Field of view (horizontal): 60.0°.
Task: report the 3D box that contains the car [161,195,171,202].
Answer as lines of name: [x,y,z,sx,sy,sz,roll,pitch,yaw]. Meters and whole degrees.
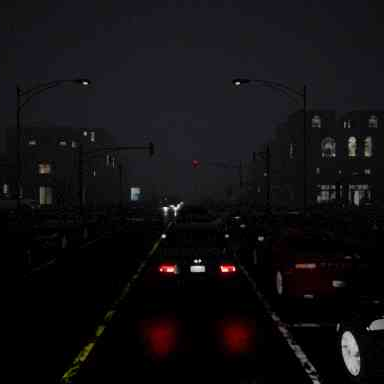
car: [-5.739,1.451,74.183,1.967,1.590,4.097,0,0,0]

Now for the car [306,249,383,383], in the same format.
car: [2.692,1.551,2.622,2.008,1.369,4.403,0,0,0]

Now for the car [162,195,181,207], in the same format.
car: [-3.145,1.532,51.134,1.812,1.442,4.674,0,0,1]

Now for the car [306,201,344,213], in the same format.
car: [14.784,1.653,37.283,4.181,1.385,1.994,0,0,1]

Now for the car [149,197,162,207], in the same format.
car: [-5.724,1.588,52.095,1.802,1.307,4.206,0,0,0]

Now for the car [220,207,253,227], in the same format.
car: [2.680,1.553,19.698,2.008,1.369,4.403,0,0,0]

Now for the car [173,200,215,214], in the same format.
car: [0.086,1.480,19.461,1.882,1.535,5.008,0,0,0]

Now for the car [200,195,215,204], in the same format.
car: [2.657,1.572,52.088,1.947,1.339,4.313,0,0,0]

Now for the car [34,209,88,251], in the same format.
car: [-5.697,1.552,14.017,2.008,1.369,4.403,0,0,0]

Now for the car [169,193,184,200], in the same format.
car: [-3.105,1.497,62.459,2.128,1.511,4.902,0,0,0]

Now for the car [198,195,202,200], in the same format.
car: [2.649,1.590,63.130,1.802,1.307,4.206,0,0,0]

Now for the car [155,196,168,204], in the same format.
car: [-5.732,1.559,63.138,2.008,1.369,4.403,0,0,0]

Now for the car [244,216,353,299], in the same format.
car: [2.688,1.545,8.314,1.887,1.381,4.507,0,0,0]

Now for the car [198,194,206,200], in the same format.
car: [2.630,1.458,90.741,1.967,1.590,4.097,0,0,0]

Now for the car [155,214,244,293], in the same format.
car: [0.098,1.548,8.997,2.033,1.411,5.357,0,0,0]

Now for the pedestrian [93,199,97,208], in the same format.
pedestrian: [-12.583,1.414,43.222,0.375,1.300,0.375,0,-1,1]

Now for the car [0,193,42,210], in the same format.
car: [-18.690,1.140,34.553,5.566,2.045,2.150,0,0,-1]

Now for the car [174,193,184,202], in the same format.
car: [-3.054,1.237,77.036,2.150,2.045,5.566,0,0,0]

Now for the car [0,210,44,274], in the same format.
car: [-5.692,1.441,8.325,1.967,1.590,4.097,0,0,0]

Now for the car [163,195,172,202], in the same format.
car: [-5.743,1.538,79.535,1.752,1.417,4.829,0,0,0]
